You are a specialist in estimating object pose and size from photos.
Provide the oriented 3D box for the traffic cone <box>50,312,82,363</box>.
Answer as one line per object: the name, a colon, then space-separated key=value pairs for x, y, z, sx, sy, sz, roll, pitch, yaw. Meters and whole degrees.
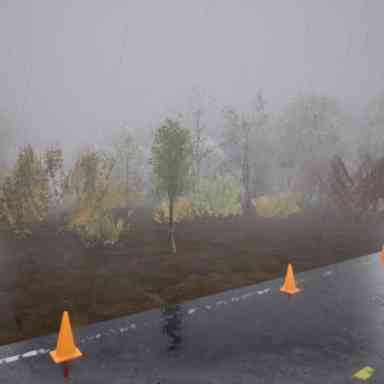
traffic cone: x=-1.742 y=1.952 z=4.590 sx=0.340 sy=0.580 sz=0.340 roll=0 pitch=0 yaw=-36

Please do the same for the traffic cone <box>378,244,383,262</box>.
traffic cone: x=6.127 y=1.917 z=10.577 sx=0.340 sy=0.580 sz=0.340 roll=0 pitch=0 yaw=-38

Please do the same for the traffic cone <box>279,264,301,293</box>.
traffic cone: x=2.223 y=1.934 z=7.543 sx=0.340 sy=0.580 sz=0.340 roll=0 pitch=0 yaw=-37
